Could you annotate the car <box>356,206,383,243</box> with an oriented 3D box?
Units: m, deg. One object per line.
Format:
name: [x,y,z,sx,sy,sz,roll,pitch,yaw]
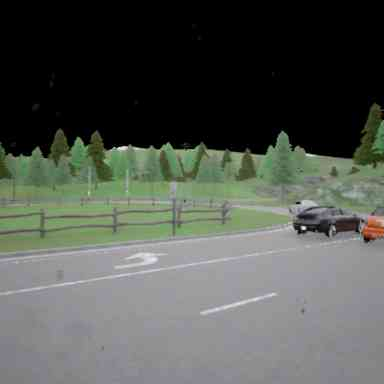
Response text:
car: [9.712,1.357,14.977,4.553,1.767,2.097,0,0,-35]

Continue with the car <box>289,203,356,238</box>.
car: [7.401,1.510,17.785,4.892,1.490,1.837,0,0,-37]

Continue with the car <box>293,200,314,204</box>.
car: [11.210,1.535,33.237,1.812,1.442,4.674,0,0,-1]
